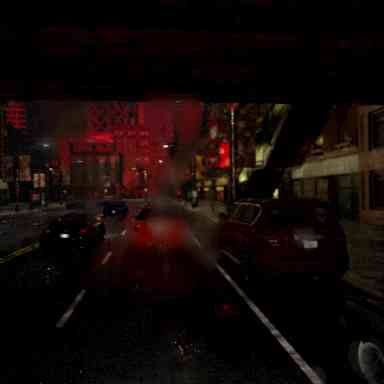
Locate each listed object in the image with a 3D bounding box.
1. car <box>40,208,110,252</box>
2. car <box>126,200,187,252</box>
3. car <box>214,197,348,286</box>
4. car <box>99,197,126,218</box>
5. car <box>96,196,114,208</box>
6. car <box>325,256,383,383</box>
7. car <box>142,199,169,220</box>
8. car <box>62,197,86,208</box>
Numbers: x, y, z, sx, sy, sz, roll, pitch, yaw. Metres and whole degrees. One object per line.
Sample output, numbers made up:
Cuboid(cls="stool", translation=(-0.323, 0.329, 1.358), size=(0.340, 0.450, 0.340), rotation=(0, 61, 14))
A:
Cuboid(cls="car", translation=(-4.984, 1.614, 14.420), size=(1.994, 1.385, 4.181), rotation=(-1, 0, -6))
Cuboid(cls="car", translation=(-1.435, 1.346, 14.143), size=(2.097, 1.767, 4.553), rotation=(-1, 0, -6))
Cuboid(cls="car", translation=(2.119, 1.177, 9.524), size=(2.435, 2.045, 5.566), rotation=(-1, 0, -7))
Cuboid(cls="car", translation=(-6.895, 1.527, 30.501), size=(1.882, 1.535, 5.008), rotation=(-1, 0, -6))
Cuboid(cls="car", translation=(-12.710, 1.708, 48.407), size=(1.895, 1.301, 4.718), rotation=(-1, 0, -7))
Cuboid(cls="car", translation=(3.041, 1.543, 2.185), size=(1.895, 1.301, 4.718), rotation=(-1, 0, -7))
Cuboid(cls="car", translation=(-3.248, 1.487, 29.403), size=(2.128, 1.511, 4.902), rotation=(-1, 0, -6))
Cuboid(cls="car", translation=(-15.913, 1.763, 45.697), size=(1.895, 1.301, 4.718), rotation=(-1, 0, -7))
